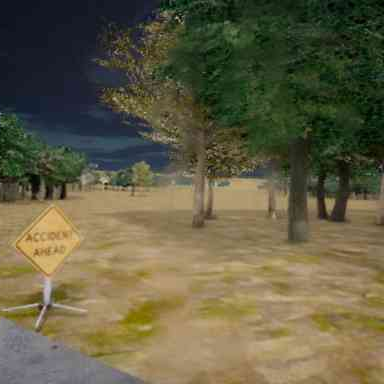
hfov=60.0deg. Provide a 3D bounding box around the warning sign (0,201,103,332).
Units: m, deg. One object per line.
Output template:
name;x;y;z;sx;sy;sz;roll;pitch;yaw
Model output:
warning sign;-2.454;1.125;5.720;1.060;1.860;1.300;3;-1;35
